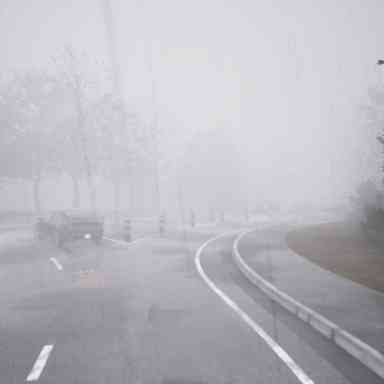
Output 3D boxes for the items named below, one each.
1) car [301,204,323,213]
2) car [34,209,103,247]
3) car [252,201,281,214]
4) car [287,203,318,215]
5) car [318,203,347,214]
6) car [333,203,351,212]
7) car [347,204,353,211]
[{"bbox_3d":[19.481,2.679,53.919,1.895,1.301,4.718,0,-2,41],"label":"car"},{"bbox_3d":[-5.818,1.561,15.455,1.837,1.490,4.892,2,-1,-40],"label":"car"},{"bbox_3d":[9.468,1.878,42.220,2.097,1.767,4.553,0,-2,41],"label":"car"},{"bbox_3d":[13.620,2.095,41.641,1.837,1.490,4.892,0,-2,41],"label":"car"},{"bbox_3d":[21.393,2.573,50.726,2.033,1.411,5.357,0,-2,41],"label":"car"},{"bbox_3d":[29.936,3.027,66.306,2.097,1.767,4.553,0,-2,40],"label":"car"},{"bbox_3d":[28.334,2.925,58.928,1.837,1.490,4.892,0,-2,40],"label":"car"}]
